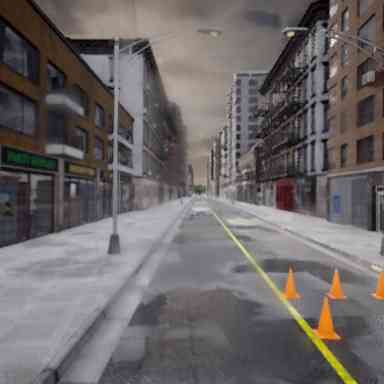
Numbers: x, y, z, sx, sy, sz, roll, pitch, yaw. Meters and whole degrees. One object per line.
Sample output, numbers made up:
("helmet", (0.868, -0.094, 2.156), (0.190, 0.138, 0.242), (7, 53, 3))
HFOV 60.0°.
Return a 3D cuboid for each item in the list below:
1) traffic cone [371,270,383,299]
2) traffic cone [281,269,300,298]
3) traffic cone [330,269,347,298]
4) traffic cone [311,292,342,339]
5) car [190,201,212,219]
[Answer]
("traffic cone", (4.167, 2.001, 7.284), (0.340, 0.580, 0.340), (1, 0, 1))
("traffic cone", (2.167, 1.981, 7.314), (0.340, 0.580, 0.340), (1, 0, 1))
("traffic cone", (3.167, 1.991, 7.299), (0.340, 0.580, 0.340), (1, 0, 1))
("traffic cone", (2.137, 1.979, 5.314), (0.340, 0.580, 0.340), (1, 0, 1))
("car", (0.783, 1.561, 29.684), (1.812, 1.442, 4.674), (1, 0, 1))
